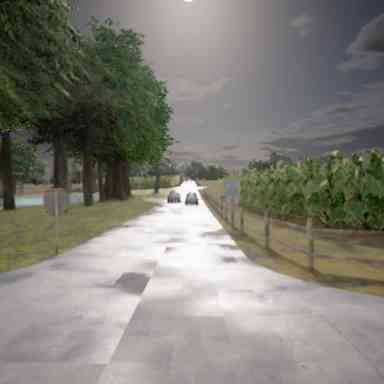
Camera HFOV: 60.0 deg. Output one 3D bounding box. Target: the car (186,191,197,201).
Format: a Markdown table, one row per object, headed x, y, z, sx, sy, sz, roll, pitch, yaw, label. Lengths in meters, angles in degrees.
| x | y | z | sx | sy | sz | roll | pitch | yaw | label |
| --- | --- | --- | --- | --- | --- | --- | --- | --- | --- |
| -0.036 | 0.703 | 57.892 | 1.882 | 1.535 | 5.008 | 0 | 2 | 0 | car |

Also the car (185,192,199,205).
| x | y | z | sx | sy | sz | roll | pitch | yaw | label |
| --- | --- | --- | --- | --- | --- | --- | --- | --- | --- |
| -0.030 | 1.049 | 47.895 | 1.994 | 1.385 | 4.181 | 0 | 1 | 0 | car |

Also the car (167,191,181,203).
| x | y | z | sx | sy | sz | roll | pitch | yaw | label |
| --- | --- | --- | --- | --- | --- | --- | --- | --- | --- |
| -2.782 | 0.736 | 52.090 | 2.097 | 1.767 | 4.553 | 0 | 1 | 0 | car |
